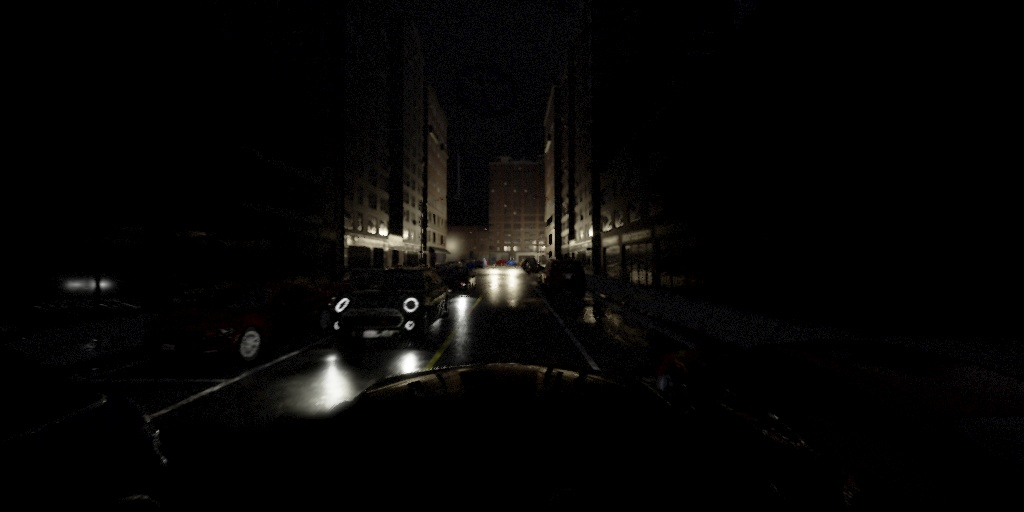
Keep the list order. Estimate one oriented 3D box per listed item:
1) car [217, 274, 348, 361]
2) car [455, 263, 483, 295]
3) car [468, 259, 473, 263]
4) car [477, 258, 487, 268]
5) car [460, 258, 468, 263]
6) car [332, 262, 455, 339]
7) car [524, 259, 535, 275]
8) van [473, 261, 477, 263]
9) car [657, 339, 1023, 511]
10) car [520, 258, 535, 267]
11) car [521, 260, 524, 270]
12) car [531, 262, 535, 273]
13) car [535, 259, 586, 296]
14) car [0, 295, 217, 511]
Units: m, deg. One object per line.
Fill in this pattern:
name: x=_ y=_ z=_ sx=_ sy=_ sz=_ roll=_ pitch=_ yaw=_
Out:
car: x=-5.863 y=1.309 z=8.356 sx=1.888 sy=1.381 sz=4.507 roll=0 pitch=0 yaw=0
car: x=-3.077 y=1.333 z=20.498 sx=2.033 sy=1.411 sz=5.357 roll=0 pitch=0 yaw=0
car: x=-5.907 y=1.374 z=41.076 sx=1.751 sy=1.417 sz=4.829 roll=0 pitch=0 yaw=0
car: x=-5.937 y=1.516 z=63.174 sx=1.948 sy=1.339 sz=4.313 roll=0 pitch=0 yaw=0
car: x=-5.900 y=1.269 z=35.765 sx=1.967 sy=1.591 sz=4.097 roll=0 pitch=0 yaw=0
car: x=-3.101 y=1.117 z=10.093 sx=2.097 sy=1.767 sz=4.553 roll=0 pitch=0 yaw=0
car: x=2.618 y=1.366 z=41.423 sx=1.751 sy=1.417 sz=4.829 roll=0 pitch=0 yaw=0
van: x=-5.915 y=1.212 z=46.728 sx=1.690 sy=1.789 sz=3.998 roll=0 pitch=0 yaw=0
car: x=2.670 y=1.331 z=2.879 sx=1.802 sy=1.307 sz=4.207 roll=0 pitch=0 yaw=0
car: x=2.603 y=1.202 z=52.218 sx=2.192 sy=1.841 sz=5.009 roll=0 pitch=0 yaw=0
car: x=2.611 y=1.414 z=46.737 sx=2.007 sy=1.370 sz=4.403 roll=0 pitch=0 yaw=0
car: x=2.640 y=1.341 z=24.808 sx=2.007 sy=1.370 sz=4.403 roll=0 pitch=0 yaw=0
car: x=2.648 y=1.092 z=19.326 sx=2.192 sy=1.841 sz=5.009 roll=0 pitch=0 yaw=0
car: x=-3.094 y=1.104 z=0.186 sx=2.097 sy=1.767 sz=4.553 roll=0 pitch=0 yaw=0
